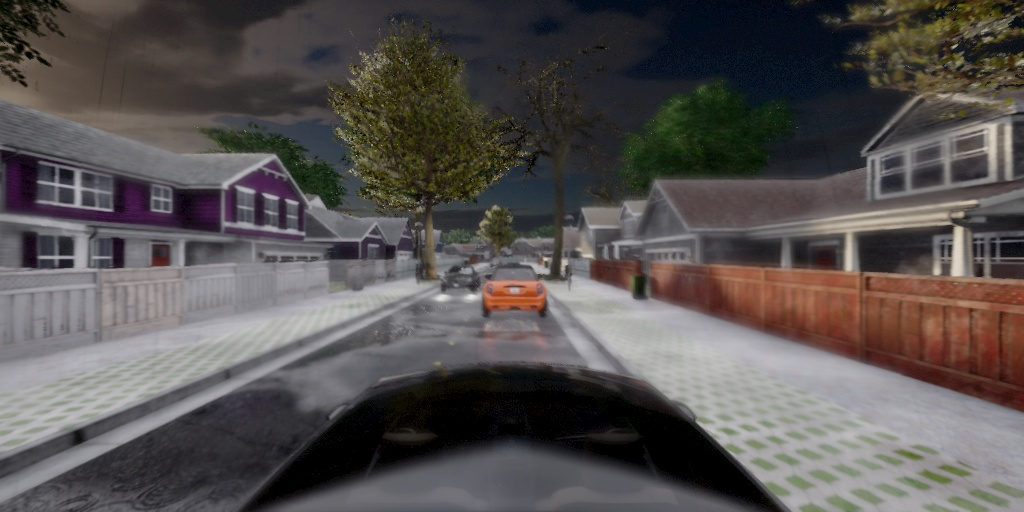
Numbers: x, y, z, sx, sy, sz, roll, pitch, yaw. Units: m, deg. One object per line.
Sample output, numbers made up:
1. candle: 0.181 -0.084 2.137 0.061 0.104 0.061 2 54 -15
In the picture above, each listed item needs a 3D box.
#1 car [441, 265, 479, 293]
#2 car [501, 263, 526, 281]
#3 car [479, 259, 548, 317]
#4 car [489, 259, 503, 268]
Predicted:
1. car: -2.843 1.259 20.708 1.812 1.442 4.674 0 0 0
2. car: 0.109 1.299 30.371 1.994 1.385 4.181 0 0 0
3. car: 0.102 1.089 13.308 2.097 1.767 4.553 0 0 0
4. car: -2.765 1.245 62.331 2.128 1.511 4.902 0 0 1
